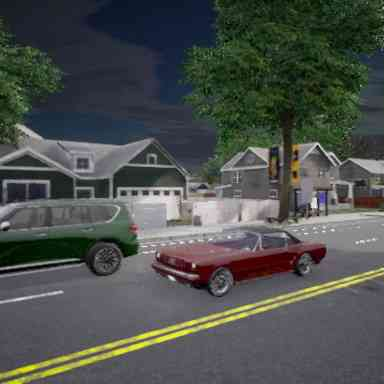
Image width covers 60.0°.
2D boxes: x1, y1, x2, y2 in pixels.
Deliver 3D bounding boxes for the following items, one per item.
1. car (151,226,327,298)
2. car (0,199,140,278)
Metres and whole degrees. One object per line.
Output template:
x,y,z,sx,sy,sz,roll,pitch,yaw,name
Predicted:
1.361,1.600,8.648,4.718,1.301,1.895,0,0,-35,car
-4.104,1.221,8.742,5.566,2.045,2.150,0,0,-36,car
